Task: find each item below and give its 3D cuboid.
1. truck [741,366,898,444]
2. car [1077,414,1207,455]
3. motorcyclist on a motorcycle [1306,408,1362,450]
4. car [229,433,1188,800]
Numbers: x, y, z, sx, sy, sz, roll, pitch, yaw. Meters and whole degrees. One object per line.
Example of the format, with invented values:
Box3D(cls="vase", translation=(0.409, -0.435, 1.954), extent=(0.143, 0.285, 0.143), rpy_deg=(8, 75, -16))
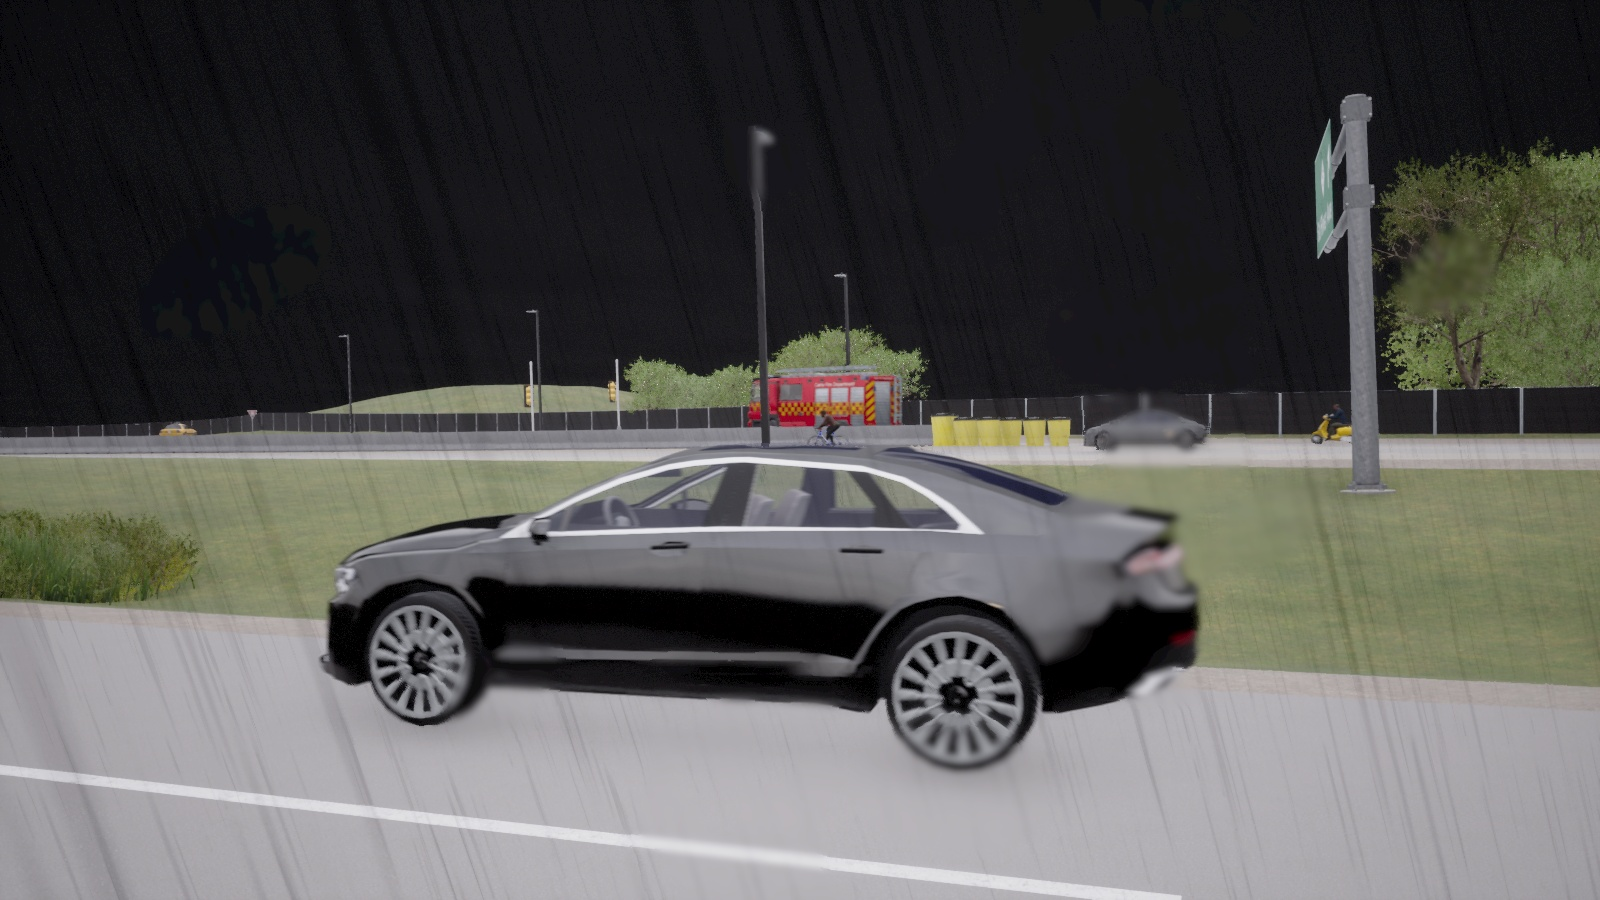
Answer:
Box3D(cls="truck", translation=(0.891, -2.319, 65.405), extent=(8.468, 3.827, 2.891), rpy_deg=(1, 2, 43))
Box3D(cls="car", translation=(11.832, -0.535, 43.378), extent=(4.181, 1.385, 1.994), rpy_deg=(0, 1, 19))
Box3D(cls="motorcyclist on a motorcycle", translation=(20.587, -0.823, 48.445), extent=(1.817, 1.590, 0.866), rpy_deg=(1, 2, 38))
Box3D(cls="car", translation=(-0.427, 0.671, 7.024), extent=(4.902, 1.511, 2.128), rpy_deg=(1, 1, 19))
